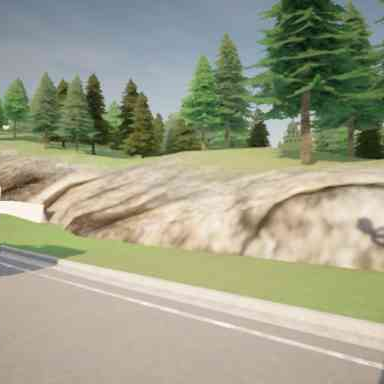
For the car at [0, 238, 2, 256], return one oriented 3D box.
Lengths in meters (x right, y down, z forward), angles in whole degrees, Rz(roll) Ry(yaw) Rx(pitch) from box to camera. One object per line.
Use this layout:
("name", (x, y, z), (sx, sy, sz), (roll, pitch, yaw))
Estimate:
("car", (-7.708, 1.217, 9.864), (5.566, 2.045, 2.150), (0, 0, 39))
